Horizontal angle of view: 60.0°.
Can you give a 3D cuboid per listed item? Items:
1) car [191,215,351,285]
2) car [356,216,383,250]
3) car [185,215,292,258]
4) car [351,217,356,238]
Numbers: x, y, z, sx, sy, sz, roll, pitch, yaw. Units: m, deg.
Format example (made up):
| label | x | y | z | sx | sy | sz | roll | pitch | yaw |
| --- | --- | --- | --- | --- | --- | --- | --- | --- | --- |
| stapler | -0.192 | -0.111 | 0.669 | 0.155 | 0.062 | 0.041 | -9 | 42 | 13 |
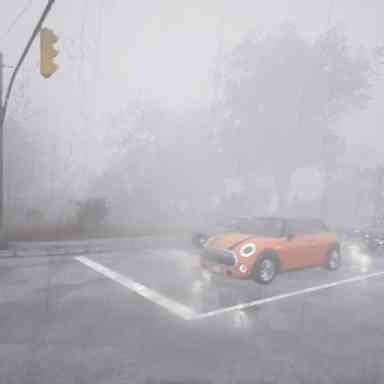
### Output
| label | x | y | z | sx | sy | sz | roll | pitch | yaw |
| --- | --- | --- | --- | --- | --- | --- | --- | --- | --- |
| car | 2.467 | 1.496 | 10.050 | 4.553 | 1.767 | 2.097 | 2 | -1 | -36 |
| car | 9.897 | 1.976 | 15.353 | 4.892 | 1.490 | 1.837 | 3 | -2 | -35 |
| car | 2.027 | 1.763 | 14.033 | 4.181 | 1.385 | 1.994 | 2 | -1 | -35 |
| car | 10.690 | 2.189 | 20.216 | 5.357 | 1.411 | 2.033 | 4 | -2 | -35 |
